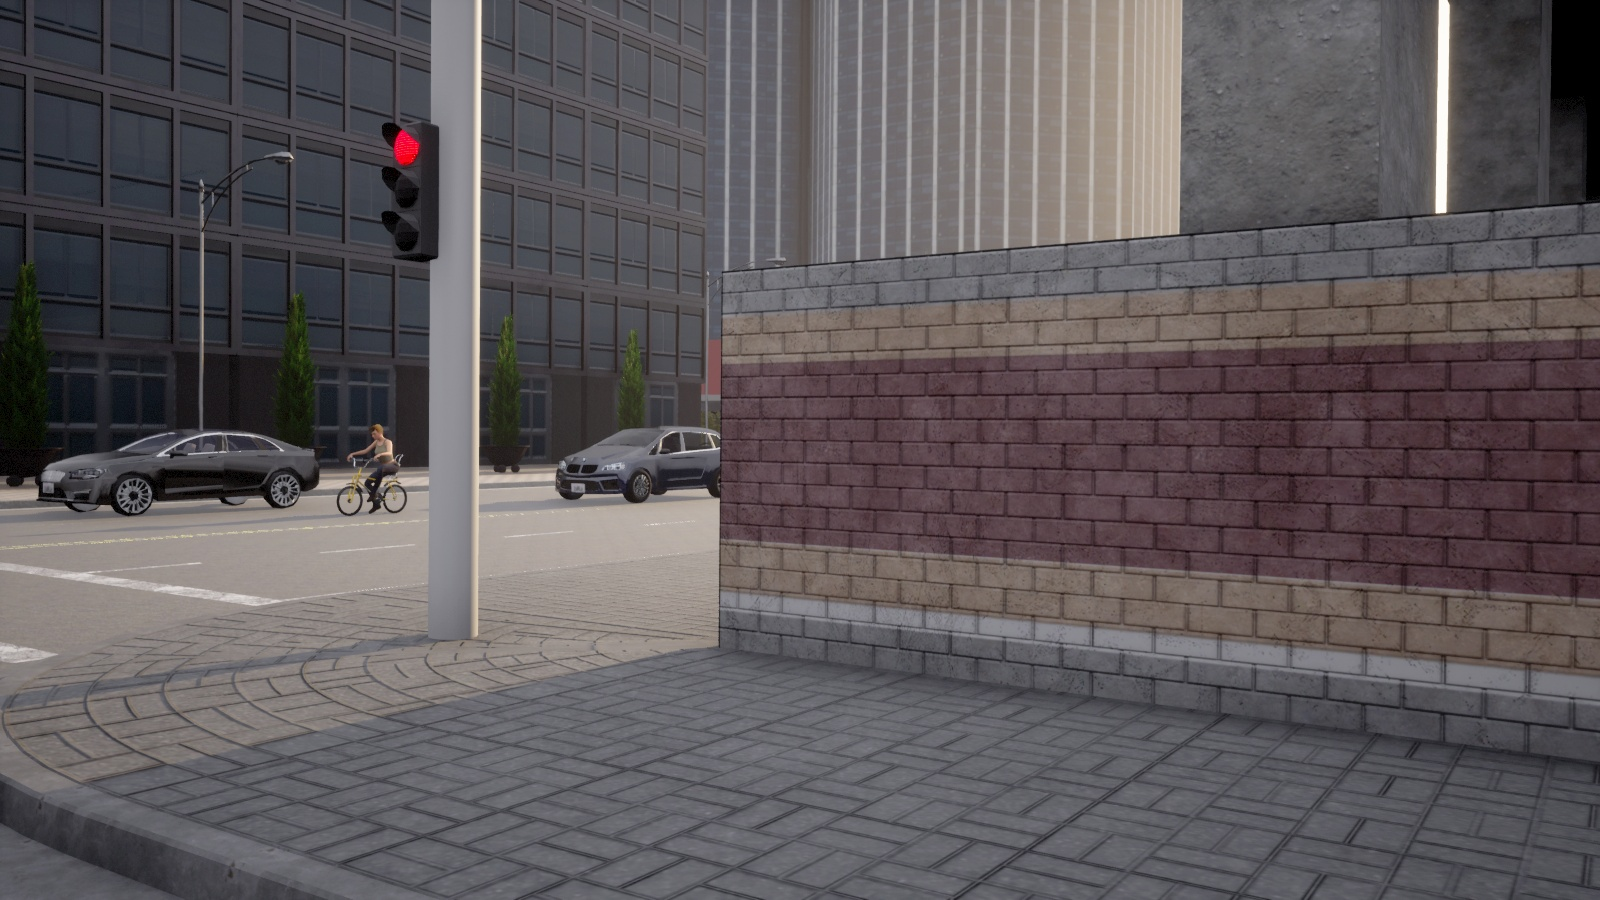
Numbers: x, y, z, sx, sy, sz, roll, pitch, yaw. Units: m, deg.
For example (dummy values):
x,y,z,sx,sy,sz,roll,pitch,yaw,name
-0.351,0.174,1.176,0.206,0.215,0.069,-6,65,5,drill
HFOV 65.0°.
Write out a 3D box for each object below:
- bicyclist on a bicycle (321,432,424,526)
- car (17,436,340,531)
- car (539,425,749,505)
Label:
x,y,z,sx,sy,sz,roll,pitch,yaw,name
-7.597,0.487,22.361,0.866,1.612,1.509,0,1,34,bicyclist on a bicycle
-11.276,0.529,23.165,2.128,1.511,4.902,0,1,34,car
-3.441,0.272,28.584,2.242,1.667,4.611,0,1,34,car
